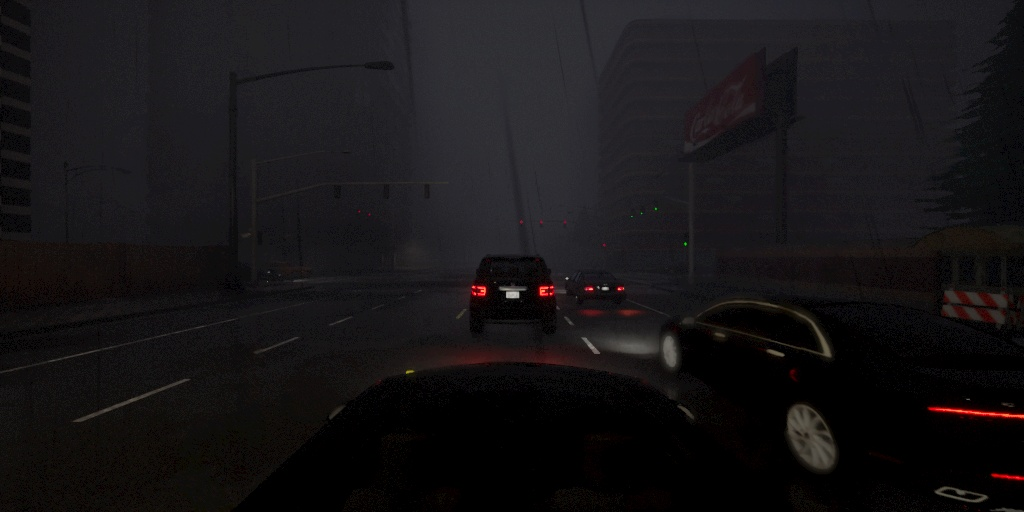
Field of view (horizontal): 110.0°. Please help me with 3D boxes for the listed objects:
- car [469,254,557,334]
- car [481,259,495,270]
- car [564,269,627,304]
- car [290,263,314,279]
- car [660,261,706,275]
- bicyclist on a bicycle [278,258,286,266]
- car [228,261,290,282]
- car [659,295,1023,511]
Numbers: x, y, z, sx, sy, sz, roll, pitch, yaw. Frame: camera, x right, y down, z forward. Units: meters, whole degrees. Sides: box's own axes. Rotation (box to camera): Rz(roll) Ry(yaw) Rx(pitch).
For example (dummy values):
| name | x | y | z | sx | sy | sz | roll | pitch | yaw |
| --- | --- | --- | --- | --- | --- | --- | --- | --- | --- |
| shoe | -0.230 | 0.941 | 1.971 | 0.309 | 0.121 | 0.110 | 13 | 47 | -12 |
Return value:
| name | x | y | z | sx | sy | sz | roll | pitch | yaw |
| --- | --- | --- | --- | --- | --- | --- | --- | --- | --- |
| car | 0.042 | 0.971 | 10.770 | 2.150 | 2.045 | 5.566 | 0 | 0 | 1 |
| car | -3.563 | 1.276 | 54.960 | 1.812 | 1.442 | 4.674 | 0 | 0 | 0 |
| car | 3.588 | 1.297 | 16.222 | 2.033 | 1.411 | 5.357 | 0 | 0 | 0 |
| car | -20.353 | 1.228 | 31.858 | 5.008 | 1.535 | 1.882 | 0 | 0 | -1 |
| car | 18.625 | 1.276 | 39.236 | 4.674 | 1.442 | 1.812 | 0 | 0 | 0 |
| bicyclist on a bicycle | -28.012 | 1.051 | 43.759 | 0.582 | 1.620 | 1.656 | 0 | 0 | 0 |
| car | -20.821 | 1.241 | 28.317 | 4.902 | 1.511 | 2.128 | 0 | 0 | 0 |
| car | 3.600 | 1.252 | 4.650 | 1.837 | 1.490 | 4.892 | 0 | -1 | 0 |
